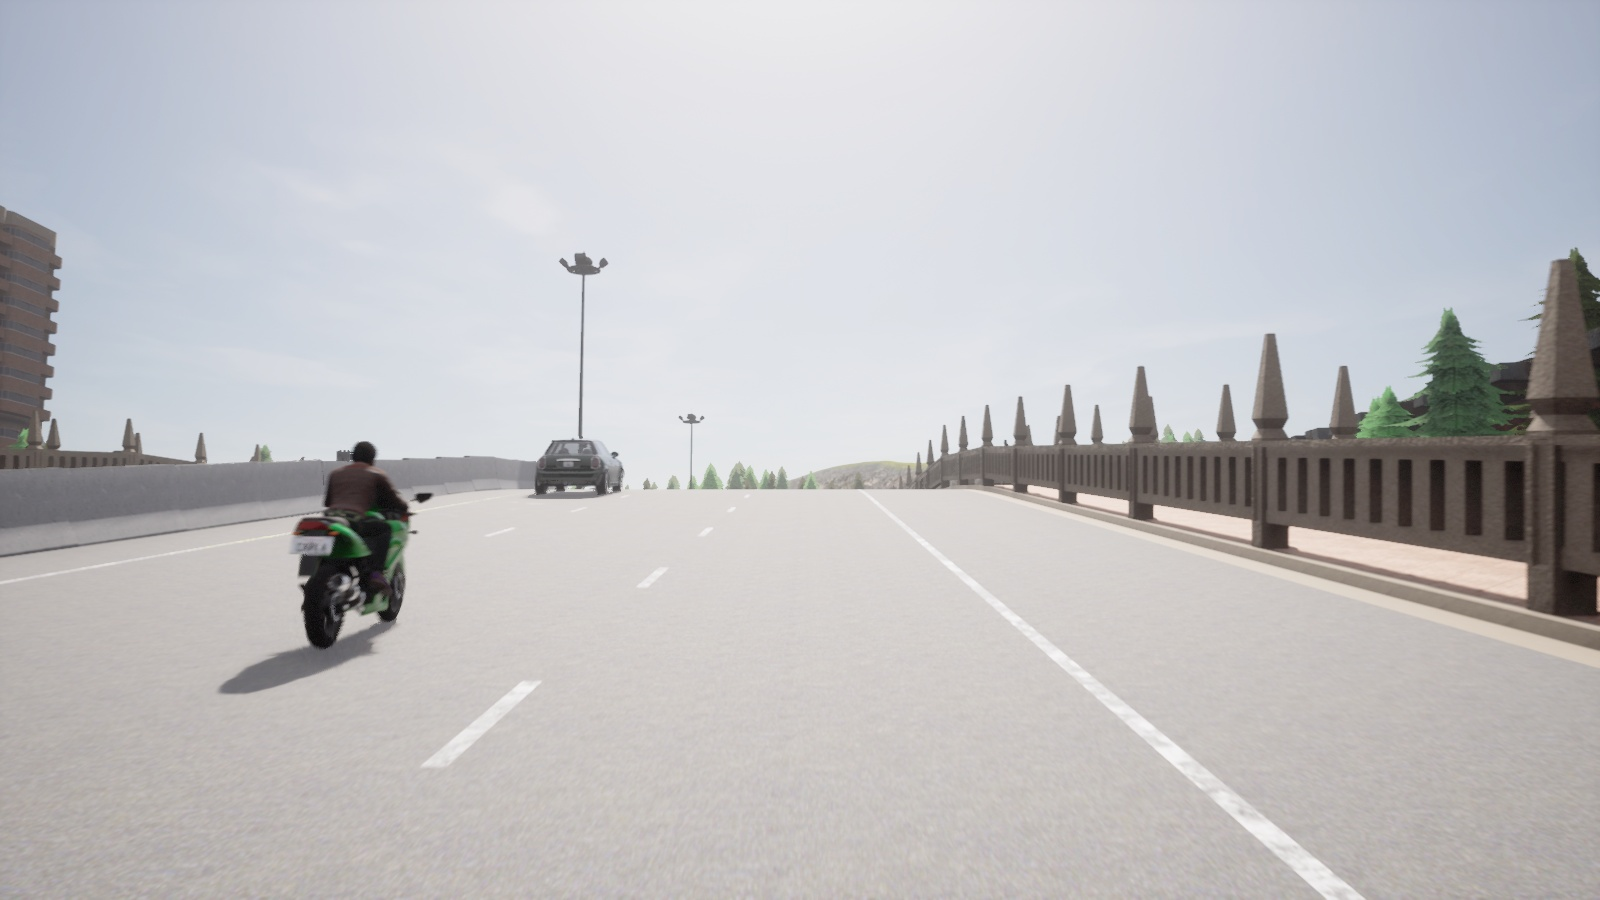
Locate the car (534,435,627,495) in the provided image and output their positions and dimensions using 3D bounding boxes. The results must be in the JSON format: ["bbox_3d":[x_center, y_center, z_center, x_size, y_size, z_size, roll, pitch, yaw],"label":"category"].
[{"bbox_3d":[-6.758,0.442,39.131,2.097,1.767,4.553,0,0,0],"label":"car"}]

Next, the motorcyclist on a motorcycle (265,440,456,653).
[{"bbox_3d":[-3.427,0.687,10.009,0.797,1.523,2.044,0,0,0],"label":"motorcyclist on a motorcycle"}]
